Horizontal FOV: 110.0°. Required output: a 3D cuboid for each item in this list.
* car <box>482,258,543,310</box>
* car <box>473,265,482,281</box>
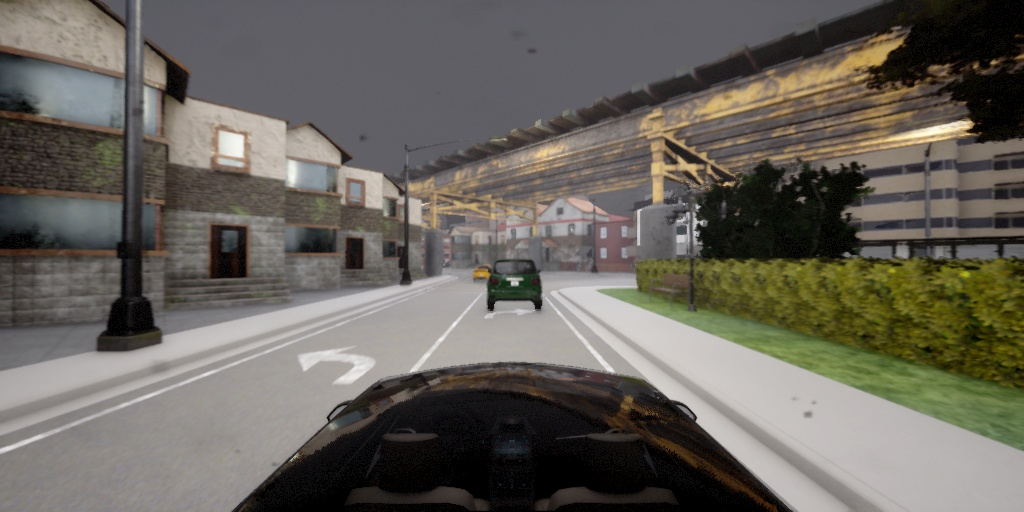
[{"bbox_3d":[0.098,1.117,15.628,2.150,2.045,5.566,0,-1,0],"label":"car"},{"bbox_3d":[-2.387,1.571,34.416,1.882,1.535,5.008,0,0,7],"label":"car"}]
